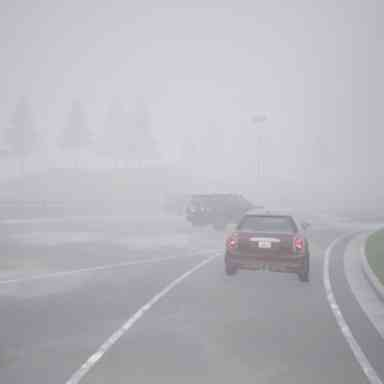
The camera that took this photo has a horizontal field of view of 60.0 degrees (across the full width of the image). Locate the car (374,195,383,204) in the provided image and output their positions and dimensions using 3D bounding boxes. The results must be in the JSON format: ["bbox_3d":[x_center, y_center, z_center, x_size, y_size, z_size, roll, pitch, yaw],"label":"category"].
[{"bbox_3d":[33.959,1.316,58.871,4.892,1.490,1.837,0,0,-39],"label":"car"}]

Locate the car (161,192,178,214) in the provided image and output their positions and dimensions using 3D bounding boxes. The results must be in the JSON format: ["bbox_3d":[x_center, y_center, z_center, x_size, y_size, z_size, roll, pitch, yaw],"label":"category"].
[{"bbox_3d":[-0.289,1.055,31.493,5.566,2.045,2.150,0,0,-39],"label":"car"}]

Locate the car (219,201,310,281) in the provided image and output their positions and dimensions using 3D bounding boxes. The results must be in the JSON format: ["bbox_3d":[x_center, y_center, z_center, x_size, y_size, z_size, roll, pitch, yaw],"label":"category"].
[{"bbox_3d":[2.437,1.305,10.126,2.097,1.767,4.553,0,0,18],"label":"car"}]

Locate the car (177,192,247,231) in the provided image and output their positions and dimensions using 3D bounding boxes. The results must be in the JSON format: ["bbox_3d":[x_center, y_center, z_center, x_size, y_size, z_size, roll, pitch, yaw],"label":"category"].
[{"bbox_3d":[2.127,1.121,19.993,5.566,2.045,2.150,0,0,-39],"label":"car"}]
